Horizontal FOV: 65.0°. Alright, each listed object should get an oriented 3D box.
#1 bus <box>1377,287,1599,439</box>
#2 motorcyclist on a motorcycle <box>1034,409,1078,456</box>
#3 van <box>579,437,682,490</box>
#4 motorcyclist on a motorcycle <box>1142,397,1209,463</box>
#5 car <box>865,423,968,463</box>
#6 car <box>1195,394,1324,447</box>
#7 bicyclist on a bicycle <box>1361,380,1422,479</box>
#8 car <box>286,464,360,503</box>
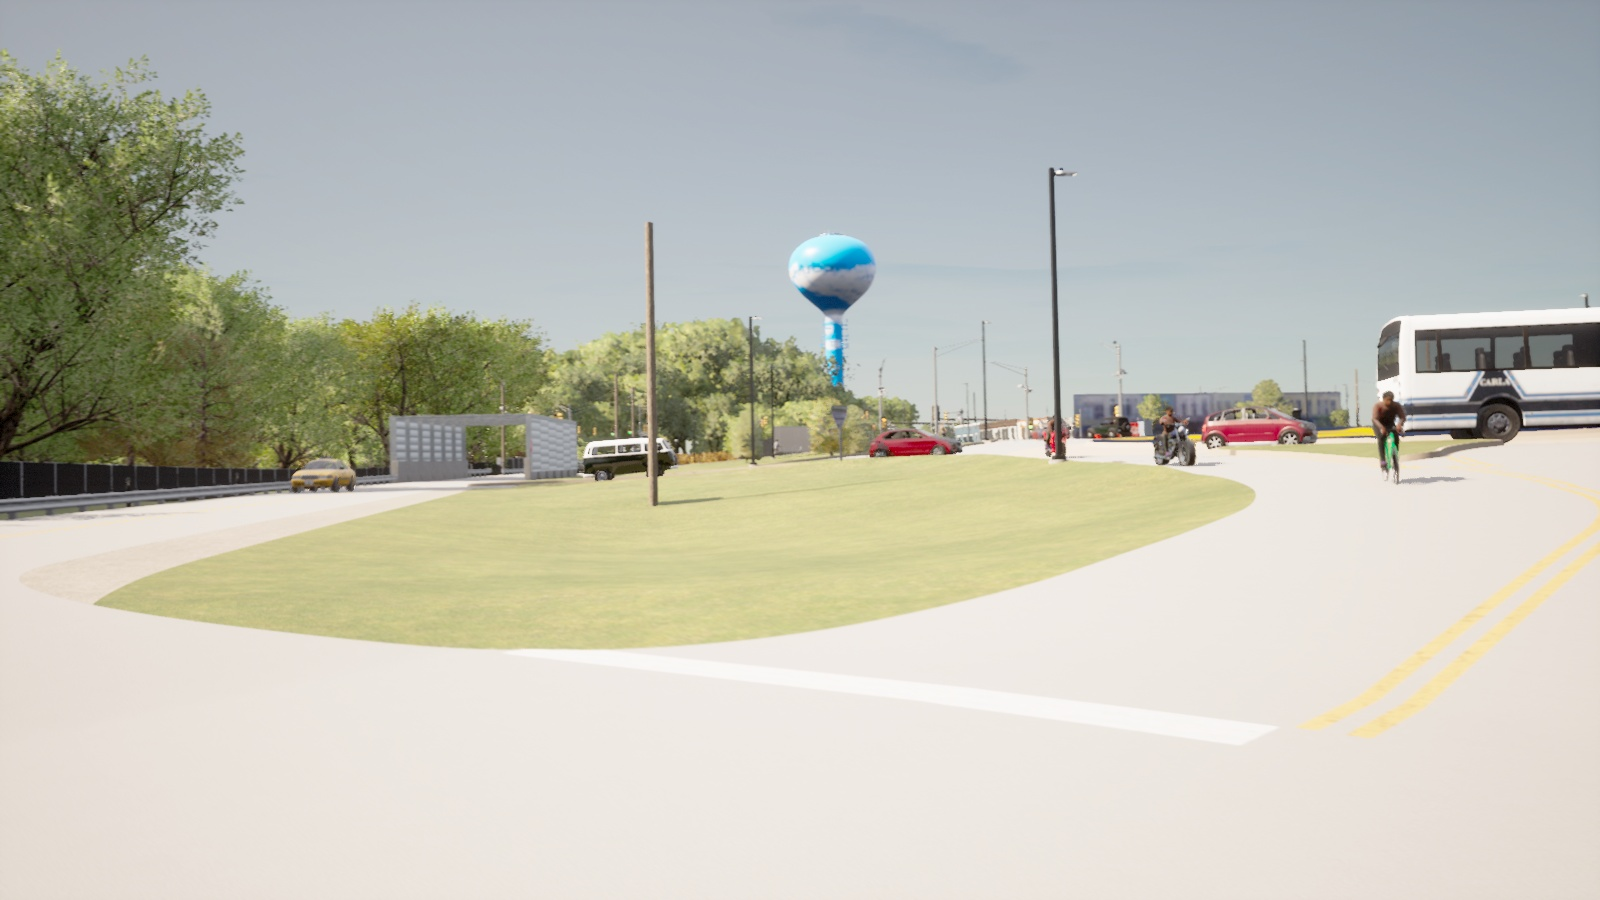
[{"bbox_3d":[24.528,-2.765,40.071,10.273,4.253,3.944,-3,-2,11],"label":"bus"},{"bbox_3d":[8.804,-0.615,43.294,0.797,1.523,2.044,-4,1,-8],"label":"motorcyclist on a motorcycle"},{"bbox_3d":[-8.107,0.641,60.435,4.480,2.038,2.069,-6,1,0],"label":"van"},{"bbox_3d":[9.984,-0.529,33.498,0.766,1.649,2.350,-3,1,-7],"label":"motorcyclist on a motorcycle"},{"bbox_3d":[5.284,-0.310,56.877,4.193,1.474,1.816,-4,-1,24],"label":"car"},{"bbox_3d":[15.732,-0.973,43.081,3.705,1.549,1.789,-4,-2,38],"label":"car"},{"bbox_3d":[10.281,-0.384,21.868,0.582,1.620,1.656,-4,2,16],"label":"bicyclist on a bicycle"},{"bbox_3d":[-20.689,1.424,54.682,1.801,1.575,5.366,-2,-1,-8],"label":"car"}]
